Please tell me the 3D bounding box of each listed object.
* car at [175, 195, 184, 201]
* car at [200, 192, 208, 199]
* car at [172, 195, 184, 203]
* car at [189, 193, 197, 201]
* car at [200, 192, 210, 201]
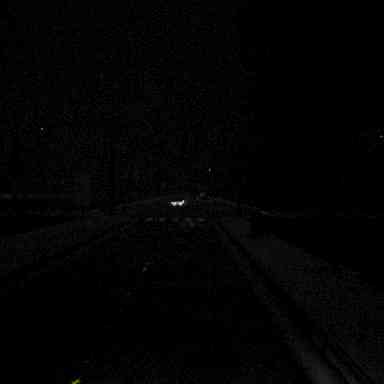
[{"bbox_3d":[-3.092,1.496,85.040,2.128,1.511,4.902,0,0,0],"label":"car"},{"bbox_3d":[3.374,1.022,95.596,2.150,2.045,5.566,0,0,0],"label":"car"},{"bbox_3d":[-3.042,1.538,69.461,1.994,1.385,4.181,0,0,0],"label":"car"},{"bbox_3d":[0.156,1.518,85.548,1.994,1.385,4.181,0,0,0],"label":"car"},{"bbox_3d":[3.406,1.321,85.528,2.097,1.767,4.553,0,0,0],"label":"car"}]
